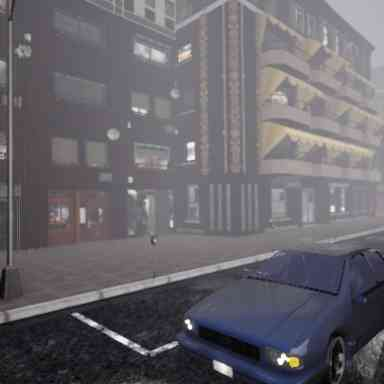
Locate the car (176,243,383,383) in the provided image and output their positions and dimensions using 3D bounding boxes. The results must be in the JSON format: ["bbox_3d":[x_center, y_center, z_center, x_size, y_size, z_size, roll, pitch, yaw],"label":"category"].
[{"bbox_3d":[2.249,1.634,5.661,5.357,1.411,2.033,0,-2,-44],"label":"car"}]
